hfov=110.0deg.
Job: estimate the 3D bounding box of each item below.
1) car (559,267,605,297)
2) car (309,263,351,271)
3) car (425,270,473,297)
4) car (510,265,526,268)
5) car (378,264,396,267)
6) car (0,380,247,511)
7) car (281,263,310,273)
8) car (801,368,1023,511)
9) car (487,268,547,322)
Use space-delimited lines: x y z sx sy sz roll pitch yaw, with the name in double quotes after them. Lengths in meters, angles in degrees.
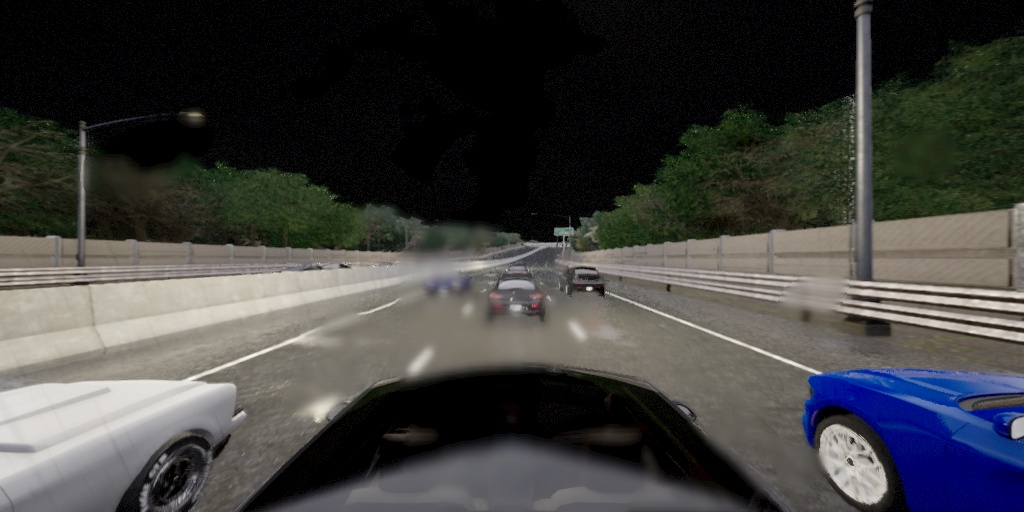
3.763 1.341 19.690 1.837 1.490 4.892 0 0 1 "car"
-17.089 1.462 34.650 1.812 1.442 4.674 0 0 2 "car"
-3.245 1.431 19.451 1.895 1.301 4.718 0 0 1 "car"
0.473 1.461 30.189 2.033 1.411 5.357 0 0 1 "car"
-13.465 1.515 38.125 2.033 1.411 5.357 0 0 2 "car"
-3.391 1.348 1.153 1.895 1.301 4.718 0 0 0 "car"
-20.564 1.431 35.363 2.128 1.511 4.902 0 -1 2 "car"
3.612 1.228 1.249 1.882 1.535 5.008 0 0 0 "car"
0.168 1.317 12.310 1.812 1.442 4.674 0 0 1 "car"
